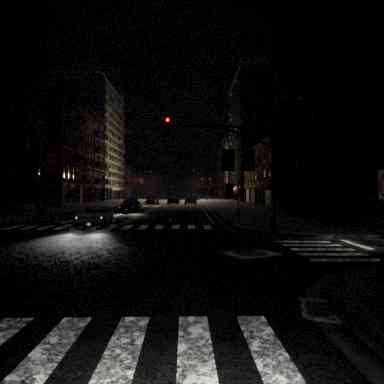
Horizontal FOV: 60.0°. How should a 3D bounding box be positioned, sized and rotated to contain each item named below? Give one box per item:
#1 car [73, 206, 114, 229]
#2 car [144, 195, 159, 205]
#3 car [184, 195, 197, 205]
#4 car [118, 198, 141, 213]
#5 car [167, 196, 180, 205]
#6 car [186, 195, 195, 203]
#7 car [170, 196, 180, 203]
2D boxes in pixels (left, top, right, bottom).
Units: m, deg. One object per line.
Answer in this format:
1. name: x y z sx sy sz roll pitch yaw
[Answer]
1. car: -6.348 1.603 21.811 1.895 1.301 4.718 0 0 -7
2. car: -6.807 1.343 56.430 2.097 1.767 4.553 0 0 0
3. car: -0.252 1.344 58.281 2.097 1.767 4.553 0 0 0
4. car: -6.765 1.502 36.504 1.837 1.490 4.892 0 0 0
5. car: -3.410 1.469 59.711 1.882 1.535 5.008 0 0 0
6. car: -0.296 1.467 68.314 1.882 1.535 5.008 0 0 0
7. car: -3.468 1.590 69.864 1.895 1.301 4.718 0 0 0
